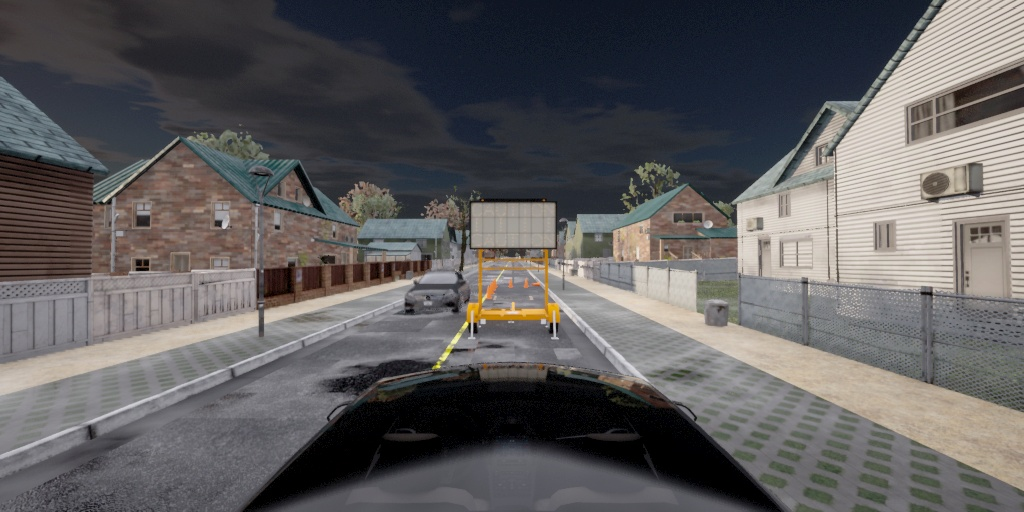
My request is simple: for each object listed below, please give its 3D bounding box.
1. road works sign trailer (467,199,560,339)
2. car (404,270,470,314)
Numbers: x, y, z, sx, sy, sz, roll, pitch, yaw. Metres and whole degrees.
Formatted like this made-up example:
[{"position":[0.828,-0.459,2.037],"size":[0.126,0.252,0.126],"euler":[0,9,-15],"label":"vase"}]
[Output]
[{"position":[0.035,0.217,10.013],"size":[2.380,3.560,2.880],"euler":[0,0,0],"label":"road works sign trailer"},{"position":[-2.700,1.279,13.882],"size":[1.812,1.442,4.674],"euler":[0,0,0],"label":"car"}]
